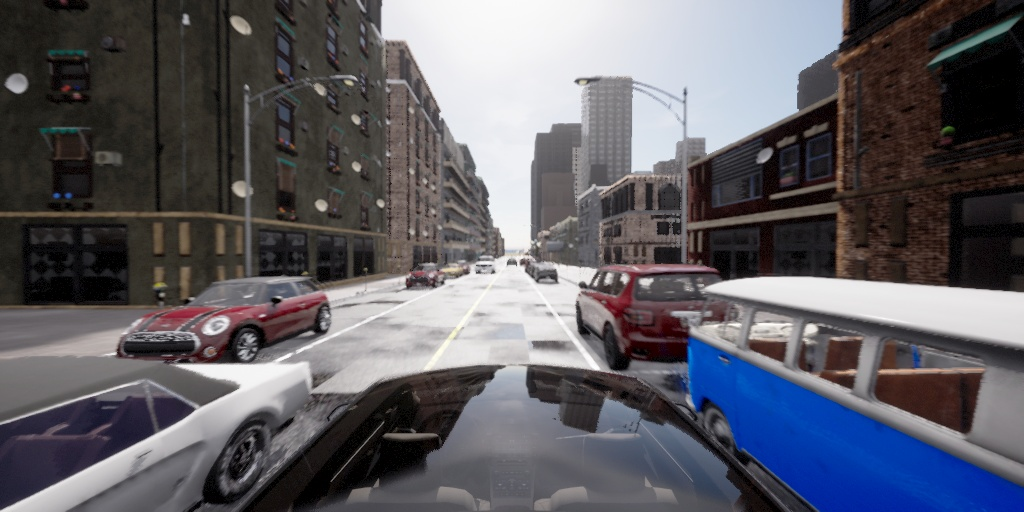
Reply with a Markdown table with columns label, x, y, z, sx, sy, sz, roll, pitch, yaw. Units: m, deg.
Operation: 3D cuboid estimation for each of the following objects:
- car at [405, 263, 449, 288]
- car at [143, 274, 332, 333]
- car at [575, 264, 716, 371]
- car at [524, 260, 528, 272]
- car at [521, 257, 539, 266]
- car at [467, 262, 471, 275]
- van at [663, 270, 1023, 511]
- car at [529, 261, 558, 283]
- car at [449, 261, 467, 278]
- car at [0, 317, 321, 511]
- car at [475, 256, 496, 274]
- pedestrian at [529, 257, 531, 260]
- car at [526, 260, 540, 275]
| label | x | y | z | sx | sy | sz | roll | pitch | yaw |
| --- | --- | --- | --- | --- | --- | --- | --- | --- | --- |
| car | -5.697 | 1.226 | 23.941 | 1.967 | 1.591 | 4.097 | 0 | 0 | 0 |
| car | -5.693 | 1.200 | 7.719 | 1.967 | 1.591 | 4.097 | 0 | 0 | 0 |
| car | 2.688 | 1.075 | 7.714 | 2.192 | 1.841 | 5.009 | 0 | 0 | 0 |
| car | 2.648 | 1.377 | 39.996 | 1.948 | 1.339 | 4.313 | 0 | 0 | 0 |
| car | 2.647 | 1.134 | 45.576 | 2.192 | 1.841 | 5.009 | 0 | 0 | 0 |
| car | -5.699 | 1.250 | 39.945 | 1.967 | 1.591 | 4.097 | 0 | 0 | 0 |
| van | 2.689 | 1.092 | 2.307 | 1.690 | 1.789 | 3.998 | 0 | 0 | 0 |
| car | 2.684 | 1.354 | 28.845 | 2.007 | 1.370 | 4.403 | 0 | 0 | 0 |
| car | -5.699 | 1.328 | 34.195 | 1.751 | 1.417 | 4.829 | 0 | 0 | 0 |
| car | -3.100 | 1.351 | 1.628 | 1.895 | 1.301 | 4.718 | 0 | 0 | 0 |
| car | -3.091 | 1.034 | 42.591 | 2.150 | 2.045 | 5.566 | 0 | 0 | 1 |
| pedestrian | 2.988 | 1.131 | 59.629 | 0.375 | 1.860 | 0.375 | -1 | 1 | 0 |
| car | 2.649 | 1.369 | 34.417 | 1.948 | 1.339 | 4.313 | 0 | 0 | 0 |
